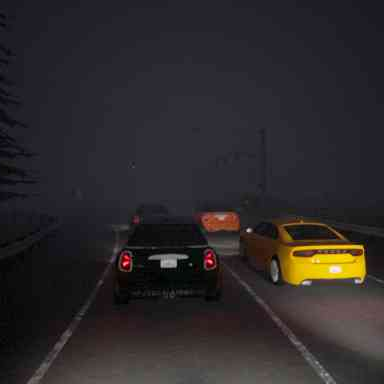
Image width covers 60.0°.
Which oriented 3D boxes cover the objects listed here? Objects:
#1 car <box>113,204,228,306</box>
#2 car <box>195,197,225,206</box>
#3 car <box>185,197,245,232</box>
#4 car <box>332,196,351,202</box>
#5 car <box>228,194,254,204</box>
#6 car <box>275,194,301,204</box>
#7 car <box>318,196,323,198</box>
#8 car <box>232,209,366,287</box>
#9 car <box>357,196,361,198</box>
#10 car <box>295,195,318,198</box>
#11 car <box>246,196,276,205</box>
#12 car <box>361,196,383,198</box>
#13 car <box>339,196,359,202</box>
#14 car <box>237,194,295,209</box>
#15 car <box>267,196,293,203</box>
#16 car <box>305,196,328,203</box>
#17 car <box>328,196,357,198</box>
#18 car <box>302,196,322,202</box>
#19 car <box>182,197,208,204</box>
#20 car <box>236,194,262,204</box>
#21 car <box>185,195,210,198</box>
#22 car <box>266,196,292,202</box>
[{"bbox_3d":[-0.652,1.353,8.296,2.097,1.767,4.553,0,0,-6],"label":"car"},{"bbox_3d":[3.102,1.609,56.860,4.718,1.301,1.895,0,0,-19],"label":"car"},{"bbox_3d":[1.079,1.354,18.946,2.097,1.767,4.553,0,0,-12],"label":"car"},{"bbox_3d":[36.316,1.564,80.843,4.181,1.385,1.994,0,0,-29],"label":"car"},{"bbox_3d":[9.761,1.362,66.469,4.553,1.767,2.097,0,0,-18],"label":"car"},{"bbox_3d":[19.109,1.362,65.929,4.553,1.767,2.097,0,0,-18],"label":"car"},{"bbox_3d":[27.353,1.534,68.757,4.674,1.442,1.812,0,0,-19],"label":"car"},{"bbox_3d":[2.734,1.479,9.434,1.882,1.535,5.008,0,0,-6],"label":"car"},{"bbox_3d":[36.724,1.536,72.964,4.902,1.511,2.128,0,0,-25],"label":"car"},{"bbox_3d":[20.984,1.573,62.913,4.181,1.385,1.994,0,0,-19],"label":"car"},{"bbox_3d":[12.531,1.500,60.062,4.902,1.511,2.128,0,0,-19],"label":"car"},{"bbox_3d":[38.684,1.550,70.030,5.357,1.411,2.033,0,0,-29],"label":"car"},{"bbox_3d":[36.186,1.606,76.674,4.718,1.301,1.895,0,0,-29],"label":"car"},{"bbox_3d":[7.833,1.228,36.077,5.566,2.045,2.150,0,0,-19],"label":"car"},{"bbox_3d":[18.382,1.535,69.360,4.902,1.511,2.128,0,0,-19],"label":"car"},{"bbox_3d":[27.043,1.535,72.361,4.674,1.442,1.812,0,0,-19],"label":"car"},{"bbox_3d":[29.315,1.535,65.746,4.902,1.511,2.128,0,0,-19],"label":"car"},{"bbox_3d":[27.495,1.564,76.306,4.181,1.385,1.994,0,0,-21],"label":"car"},{"bbox_3d":[0.544,1.610,63.376,4.718,1.301,1.895,0,0,-19],"label":"car"},{"bbox_3d":[10.816,1.361,63.163,4.553,1.767,2.097,0,0,-19],"label":"car"},{"bbox_3d":[1.917,1.554,45.155,5.357,1.411,2.033,0,0,-19],"label":"car"},{"bbox_3d":[19.093,1.551,73.301,5.357,1.411,2.033,0,0,-19],"label":"car"}]
